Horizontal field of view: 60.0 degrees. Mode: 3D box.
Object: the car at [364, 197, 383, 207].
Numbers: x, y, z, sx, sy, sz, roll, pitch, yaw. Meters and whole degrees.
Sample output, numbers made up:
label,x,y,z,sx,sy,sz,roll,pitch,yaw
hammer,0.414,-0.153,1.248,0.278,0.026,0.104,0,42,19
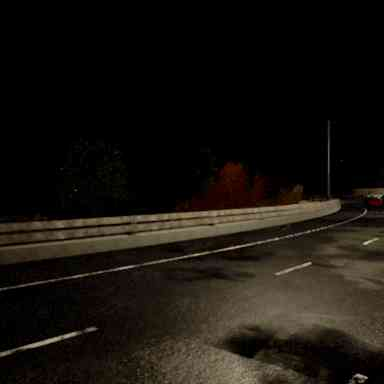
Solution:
label,x,y,z,sx,sy,sz,roll,pitch,yaw
car,27.154,1.470,49.750,1.994,1.385,4.181,0,0,21
